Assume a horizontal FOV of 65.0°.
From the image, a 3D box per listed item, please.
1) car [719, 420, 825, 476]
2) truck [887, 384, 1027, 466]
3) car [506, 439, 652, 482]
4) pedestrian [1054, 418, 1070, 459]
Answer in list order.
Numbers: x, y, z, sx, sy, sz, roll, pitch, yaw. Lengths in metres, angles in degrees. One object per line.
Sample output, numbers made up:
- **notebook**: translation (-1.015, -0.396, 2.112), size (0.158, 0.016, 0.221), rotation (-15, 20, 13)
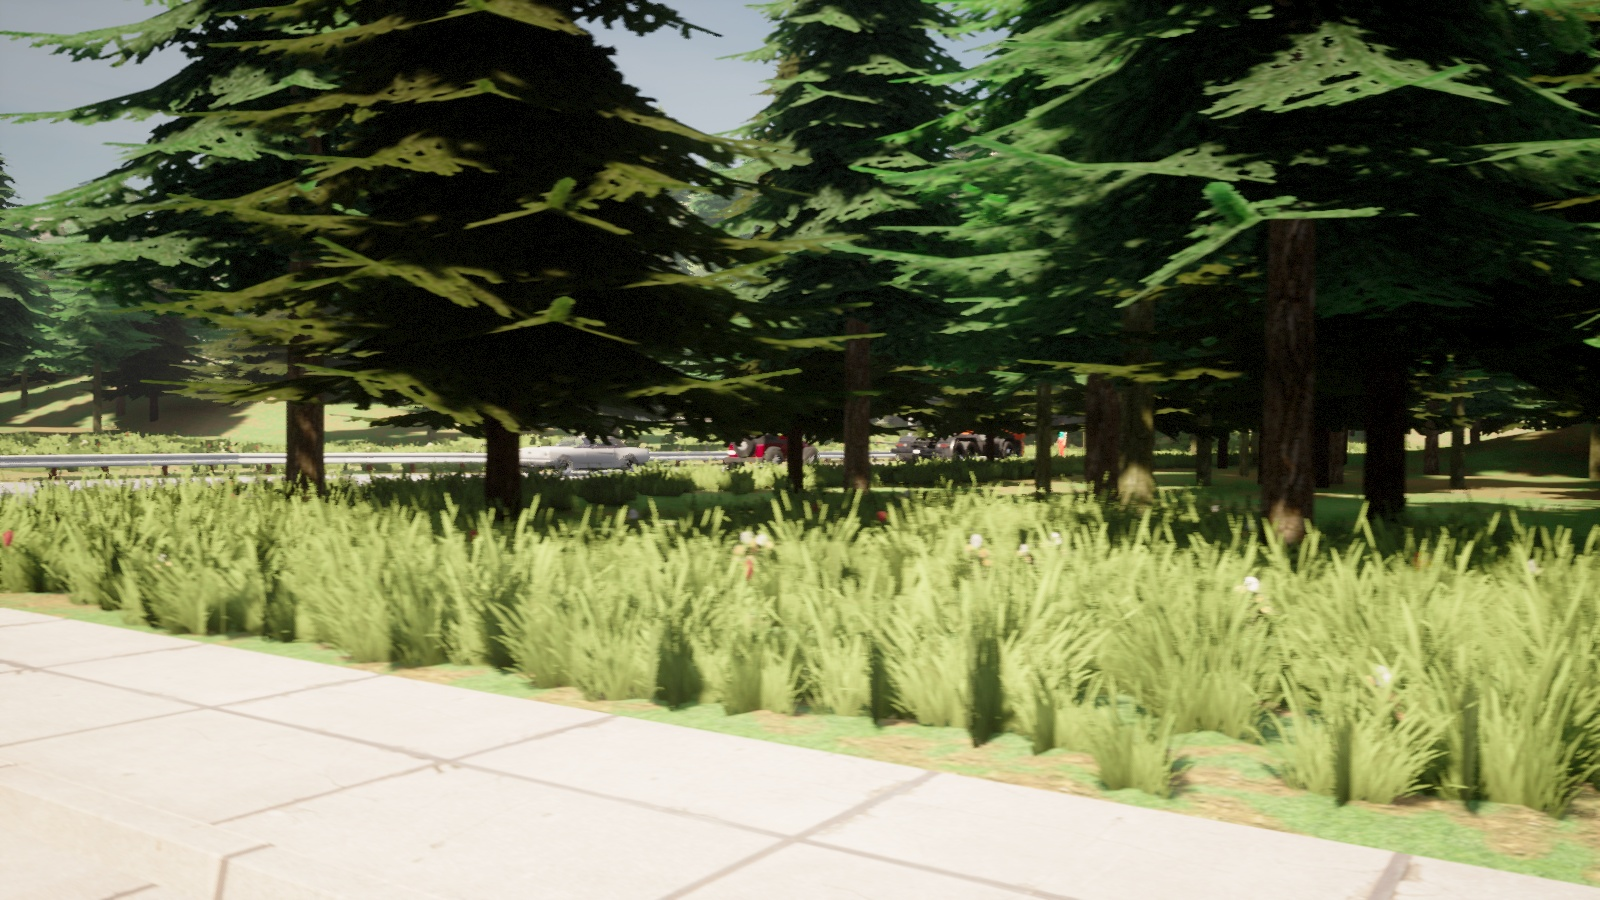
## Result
- **car**: translation (-0.952, -0.102, 44.782), size (1.905, 1.878, 3.866), rotation (0, 1, 34)
- **truck**: translation (7.236, -1.117, 56.720), size (2.891, 3.462, 7.936), rotation (0, 1, 35)
- **car**: translation (-7.269, 0.301, 41.787), size (1.895, 1.301, 4.718), rotation (0, 1, 38)
- **pedestrian**: translation (11.741, -0.507, 56.242), size (0.594, 1.836, 0.345), rotation (-1, 1, -18)
